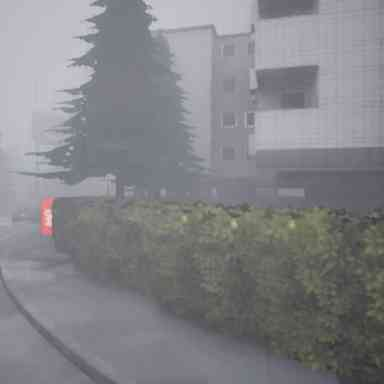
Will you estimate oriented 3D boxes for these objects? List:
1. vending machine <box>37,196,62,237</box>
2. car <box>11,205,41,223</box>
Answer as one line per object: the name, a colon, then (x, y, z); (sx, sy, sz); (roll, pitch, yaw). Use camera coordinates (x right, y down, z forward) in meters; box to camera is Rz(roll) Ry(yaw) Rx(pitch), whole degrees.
vending machine: (-7.536, 1.288, 17.654); (1.100, 2.100, 0.880); (1, 0, -16)
car: (-12.603, 1.692, 26.547); (1.994, 1.385, 4.181); (0, 0, -4)
